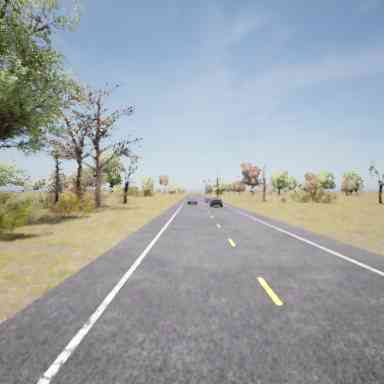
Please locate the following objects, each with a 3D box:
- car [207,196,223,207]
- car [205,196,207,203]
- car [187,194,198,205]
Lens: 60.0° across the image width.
[{"bbox_3d":[3.694,1.503,51.604,1.837,1.490,4.892,0,0,0],"label":"car"},{"bbox_3d":[3.628,1.530,70.180,2.033,1.411,5.357,0,0,0],"label":"car"},{"bbox_3d":[0.078,1.535,57.818,2.033,1.411,5.357,0,0,1],"label":"car"}]
